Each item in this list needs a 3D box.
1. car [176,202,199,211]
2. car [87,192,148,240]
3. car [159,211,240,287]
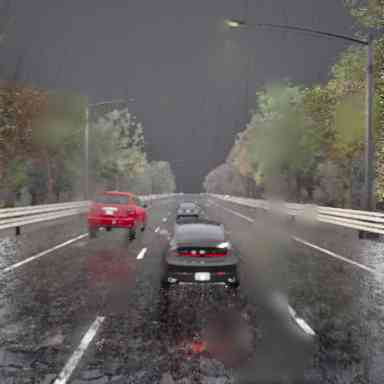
[{"bbox_3d":[-0.358,1.525,27.987,2.033,1.411,5.357,1,0,-1],"label":"car"},{"bbox_3d":[-3.605,1.122,16.986,2.150,2.045,5.566,3,-3,-1],"label":"car"},{"bbox_3d":[0.143,1.502,9.323,1.837,1.490,4.892,1,0,-2],"label":"car"}]
